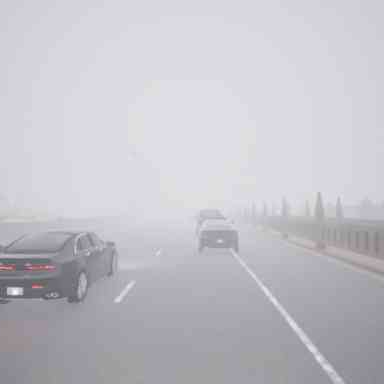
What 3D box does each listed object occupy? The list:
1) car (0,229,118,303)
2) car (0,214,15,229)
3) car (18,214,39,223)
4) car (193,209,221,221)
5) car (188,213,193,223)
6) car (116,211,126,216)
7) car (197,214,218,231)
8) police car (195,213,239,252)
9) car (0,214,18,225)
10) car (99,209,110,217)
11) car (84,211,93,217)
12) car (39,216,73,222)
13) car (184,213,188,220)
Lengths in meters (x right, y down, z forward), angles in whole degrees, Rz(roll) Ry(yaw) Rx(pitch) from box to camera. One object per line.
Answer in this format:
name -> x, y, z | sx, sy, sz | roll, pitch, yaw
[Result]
car -> -3.296, 1.736, 8.720 | 1.837, 1.490, 4.892 | 0, -3, 1
car -> -20.645, 3.059, 34.351 | 2.128, 1.511, 4.902 | 0, -3, 1
car -> -17.156, 3.008, 33.599 | 1.882, 1.535, 5.008 | 0, -3, 1
car -> 1.406, 2.430, 27.233 | 2.150, 2.045, 5.566 | 0, -3, 1
car -> 0.692, 4.087, 52.858 | 1.812, 1.442, 4.674 | 0, -3, -1
car -> -16.254, 5.019, 75.853 | 2.097, 1.767, 4.553 | 1, -3, -13
car -> 1.487, 2.999, 33.181 | 1.882, 1.535, 5.008 | 0, -3, 1
police car -> 1.271, 2.107, 17.317 | 1.930, 1.638, 5.238 | 0, -3, 1
car -> -6.800, 1.574, 8.498 | 2.097, 1.767, 4.553 | 0, -3, 1
car -> -19.619, 4.842, 74.886 | 2.150, 2.045, 5.566 | 1, -3, -13
car -> -23.405, 5.077, 75.604 | 1.882, 1.535, 5.008 | 1, -3, -15
car -> -13.642, 3.190, 34.662 | 1.895, 1.301, 4.718 | 0, -3, 1
car -> -0.302, 4.896, 67.415 | 1.994, 1.385, 4.181 | 1, -3, -10
